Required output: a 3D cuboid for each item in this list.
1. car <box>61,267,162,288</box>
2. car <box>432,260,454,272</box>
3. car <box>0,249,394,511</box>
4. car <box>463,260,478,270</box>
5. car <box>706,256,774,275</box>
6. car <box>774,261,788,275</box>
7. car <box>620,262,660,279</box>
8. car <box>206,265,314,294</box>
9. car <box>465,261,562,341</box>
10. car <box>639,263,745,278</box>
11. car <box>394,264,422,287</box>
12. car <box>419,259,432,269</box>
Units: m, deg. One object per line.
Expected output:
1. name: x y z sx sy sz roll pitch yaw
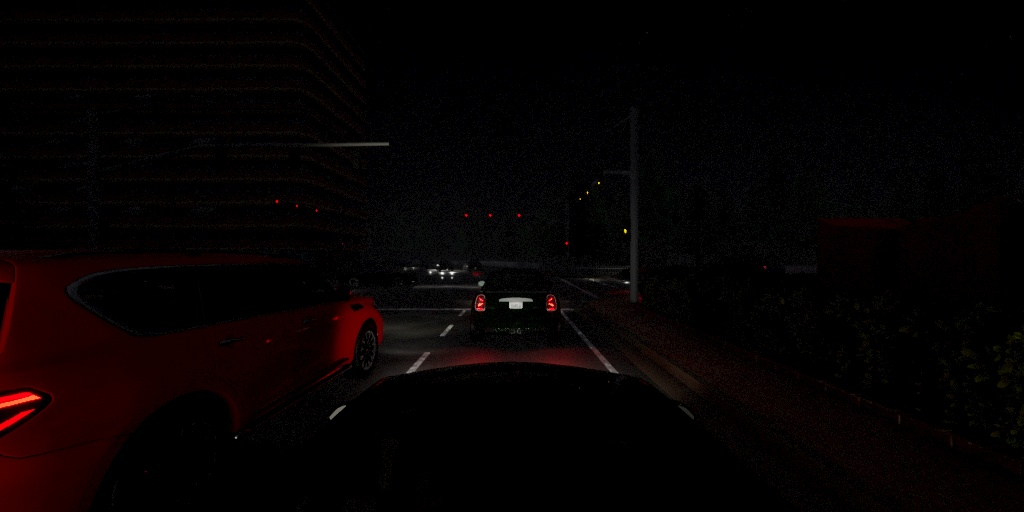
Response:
1. car: -26.921 1.406 24.195 4.718 1.301 1.895 0 0 0
2. car: -8.954 1.297 47.603 2.033 1.411 5.357 0 0 -18
3. car: -3.434 0.971 4.156 2.150 2.045 5.566 0 0 1
4. car: -5.382 1.255 48.447 1.837 1.490 4.892 1 0 -16
5. car: 16.389 1.027 27.529 5.566 2.045 2.150 0 0 0
6. car: 20.982 1.157 30.988 4.553 1.767 2.097 0 0 0
7. car: 11.964 1.283 31.066 5.008 1.535 1.882 0 0 0
8. car: -14.339 1.307 20.587 4.892 1.490 1.837 -1 0 0
9. car: 0.096 1.102 9.993 2.097 1.767 4.553 0 0 0
10. car: 10.086 1.311 20.381 4.892 1.490 1.837 0 0 0
11. car: -8.836 1.396 24.036 4.718 1.301 1.895 0 0 0
12. car: -13.211 1.241 56.609 2.128 1.511 4.902 0 0 -33
